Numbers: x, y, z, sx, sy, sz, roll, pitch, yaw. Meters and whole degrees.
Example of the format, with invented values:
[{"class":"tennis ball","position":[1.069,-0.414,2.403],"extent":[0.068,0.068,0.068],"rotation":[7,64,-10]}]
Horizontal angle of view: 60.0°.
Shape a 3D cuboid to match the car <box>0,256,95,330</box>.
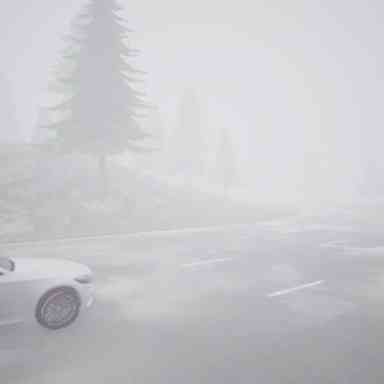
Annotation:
[{"class":"car","position":[-3.933,1.525,5.239],"extent":[4.674,1.442,1.812],"rotation":[0,0,-36]}]
